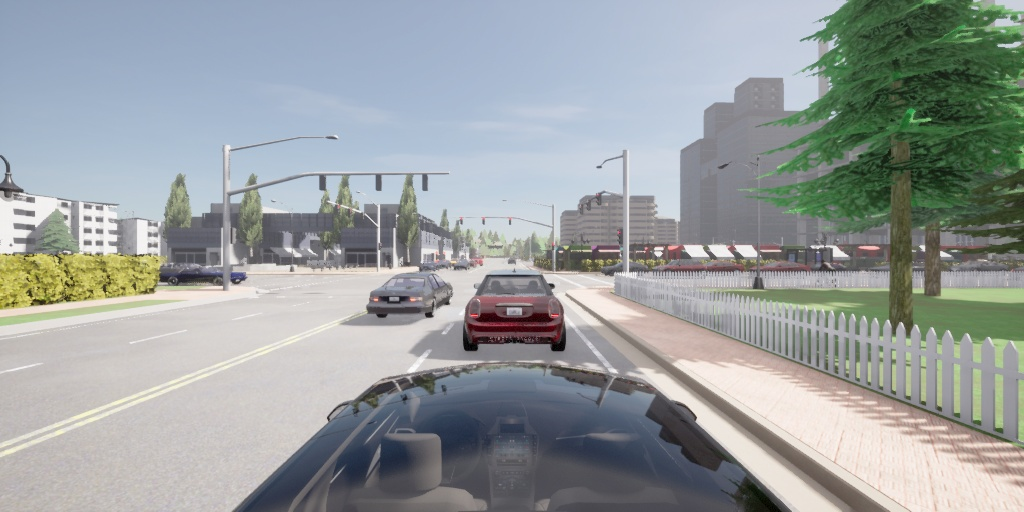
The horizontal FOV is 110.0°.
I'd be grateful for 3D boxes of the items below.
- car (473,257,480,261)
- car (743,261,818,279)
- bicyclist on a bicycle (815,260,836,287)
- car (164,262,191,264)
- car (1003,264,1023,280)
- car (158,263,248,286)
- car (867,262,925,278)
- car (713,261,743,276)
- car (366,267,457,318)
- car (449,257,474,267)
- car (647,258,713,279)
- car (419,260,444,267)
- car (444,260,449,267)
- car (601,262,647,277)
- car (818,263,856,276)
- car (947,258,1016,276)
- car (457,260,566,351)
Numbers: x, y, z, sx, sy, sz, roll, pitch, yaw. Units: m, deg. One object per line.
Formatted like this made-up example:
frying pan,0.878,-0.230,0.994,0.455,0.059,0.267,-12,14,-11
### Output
car,-7.080,1.351,60.913,1.895,1.301,4.718,0,0,0
car,24.292,1.228,32.606,5.008,1.535,1.882,0,0,-1
bicyclist on a bicycle,18.791,1.052,21.483,0.582,1.620,1.656,0,0,-1
car,-25.390,1.242,27.774,4.902,1.511,2.128,0,0,-2
car,43.879,1.314,29.433,4.181,1.385,1.994,0,0,-3
car,-20.881,1.351,24.378,4.718,1.301,1.895,0,0,-1
car,35.529,1.256,32.877,4.892,1.490,1.837,0,0,-1
car,20.555,1.228,36.017,5.008,1.535,1.882,0,0,-1
car,-3.418,1.297,12.963,2.033,1.411,5.357,0,0,0
car,-7.095,1.298,51.148,2.033,1.411,5.357,0,0,0
car,15.079,1.102,32.376,4.553,1.767,2.097,0,0,-1
car,-10.653,1.314,46.408,1.994,1.385,4.181,0,0,2
car,-10.596,1.297,56.019,2.033,1.411,5.357,0,0,0
car,11.231,1.276,35.763,4.674,1.442,1.812,0,0,-1
car,31.737,1.351,36.293,4.718,1.301,1.895,0,0,-1
car,47.500,1.247,36.600,4.902,1.511,2.128,0,0,-1
car,0.064,1.102,9.128,2.097,1.767,4.553,0,0,0
